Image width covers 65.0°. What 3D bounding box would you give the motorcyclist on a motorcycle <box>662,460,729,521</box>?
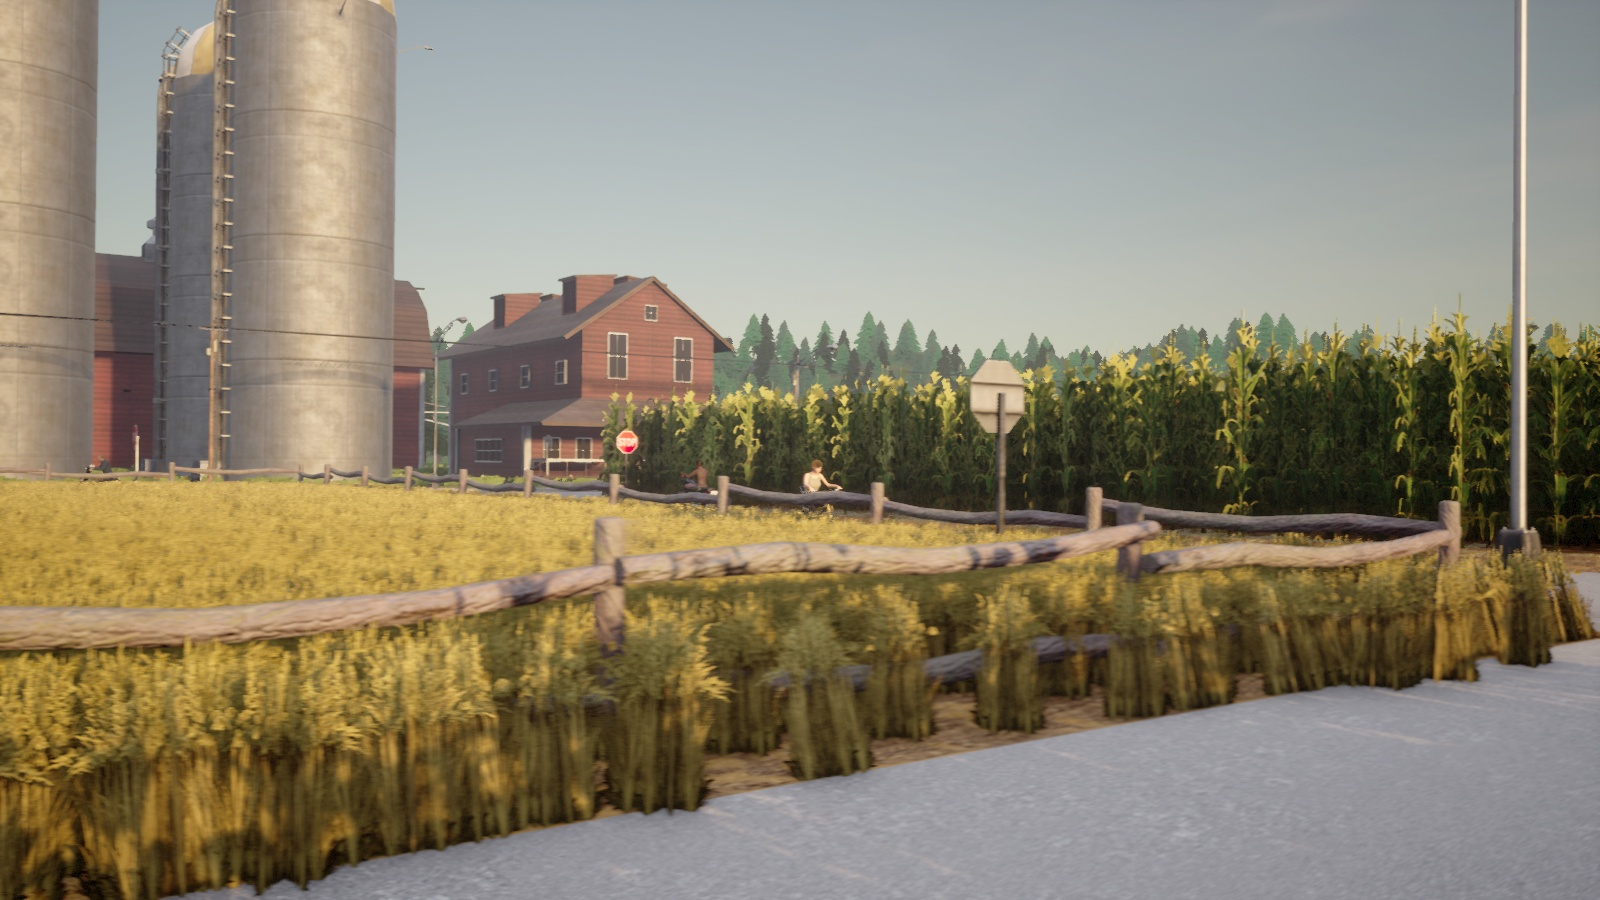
[{"bbox_3d":[-2.937,1.096,34.958,0.766,1.649,2.350,1,-1,-35],"label":"motorcyclist on a motorcycle"}]

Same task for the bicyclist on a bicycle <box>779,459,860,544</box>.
[{"bbox_3d":[0.380,0.994,24.828,0.866,1.612,1.509,1,-1,-35],"label":"bicyclist on a bicycle"}]

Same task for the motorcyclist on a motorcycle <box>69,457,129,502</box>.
[{"bbox_3d":[-25.549,1.068,45.774,1.817,1.590,0.866,1,-1,-34],"label":"motorcyclist on a motorcycle"}]
